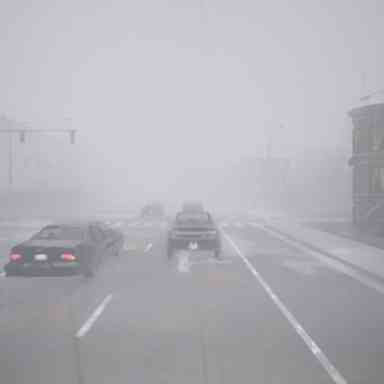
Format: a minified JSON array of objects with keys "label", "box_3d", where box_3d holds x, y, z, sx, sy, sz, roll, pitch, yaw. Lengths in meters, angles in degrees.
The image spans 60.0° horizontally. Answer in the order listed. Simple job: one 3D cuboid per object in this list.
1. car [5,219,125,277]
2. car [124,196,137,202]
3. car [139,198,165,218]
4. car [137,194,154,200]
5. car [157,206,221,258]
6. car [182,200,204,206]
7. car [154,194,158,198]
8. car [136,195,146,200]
[{"label":"car","box_3d":[-3.458,1.545,10.163,2.033,1.411,5.357,0,0,0]},{"label":"car","box_3d":[-14.000,1.577,75.018,1.895,1.301,4.718,0,0,0]},{"label":"car","box_3d":[-3.424,1.518,29.853,1.812,1.442,4.674,0,0,0]},{"label":"car","box_3d":[-10.500,1.506,75.042,2.128,1.511,4.902,0,0,0]},{"label":"car","box_3d":[0.063,1.488,12.744,2.128,1.511,4.902,0,0,0]},{"label":"car","box_3d":[0.079,1.470,30.414,1.882,1.535,5.008,0,0,0]},{"label":"car","box_3d":[-10.500,1.267,91.475,2.097,1.767,4.553,0,0,0]},{"label":"car","box_3d":[-14.000,1.450,91.482,2.033,1.411,5.357,0,0,0]}]
